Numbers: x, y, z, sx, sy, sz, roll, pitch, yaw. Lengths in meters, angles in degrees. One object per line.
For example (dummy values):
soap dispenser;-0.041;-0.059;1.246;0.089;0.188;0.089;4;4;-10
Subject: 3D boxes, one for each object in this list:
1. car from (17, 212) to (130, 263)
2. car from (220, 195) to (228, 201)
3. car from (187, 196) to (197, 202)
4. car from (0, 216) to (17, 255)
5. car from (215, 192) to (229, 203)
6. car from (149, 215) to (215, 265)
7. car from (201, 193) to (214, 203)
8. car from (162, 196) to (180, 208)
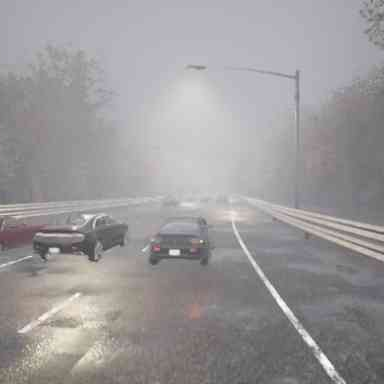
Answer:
car;-3.699;1.470;12.013;2.128;1.511;4.902;0;0;6
car;8.323;1.539;86.714;1.837;1.490;4.892;0;0;6
car;-0.018;1.581;75.330;1.895;1.301;4.718;0;0;6
car;-7.176;1.551;12.411;1.895;1.301;4.718;1;0;6
car;6.475;1.395;70.462;2.097;1.767;4.553;0;0;6
car;-0.225;1.529;11.614;1.812;1.442;4.674;0;0;6
car;2.980;1.491;70.715;1.882;1.535;5.008;0;0;6
car;-2.995;1.334;49.154;2.097;1.767;4.553;0;0;6
